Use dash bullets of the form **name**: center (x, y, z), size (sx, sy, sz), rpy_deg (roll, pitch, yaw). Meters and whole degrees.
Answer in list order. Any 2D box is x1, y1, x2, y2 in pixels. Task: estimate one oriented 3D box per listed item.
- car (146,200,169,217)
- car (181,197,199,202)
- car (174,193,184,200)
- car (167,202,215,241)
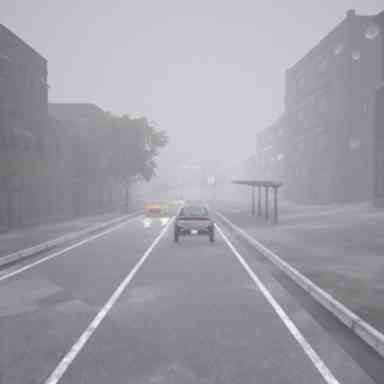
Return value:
- **car**: center (-3.236, 1.471, 31.786), size (1.882, 1.535, 5.008), rpy_deg (0, 0, 0)
- **car**: center (0.107, 1.520, 36.269), size (2.033, 1.411, 5.357), rpy_deg (0, 0, 0)
- **car**: center (-2.815, 1.031, 73.157), size (2.128, 1.511, 4.902), rpy_deg (0, 1, 0)
- **car**: center (0.094, 1.494, 16.657), size (2.128, 1.511, 4.902), rpy_deg (0, 0, 0)
